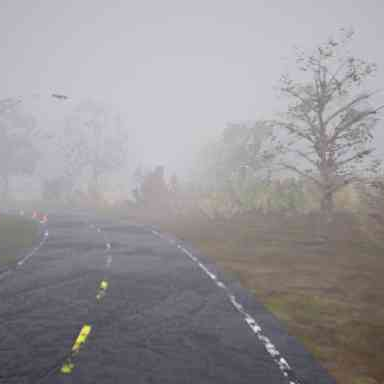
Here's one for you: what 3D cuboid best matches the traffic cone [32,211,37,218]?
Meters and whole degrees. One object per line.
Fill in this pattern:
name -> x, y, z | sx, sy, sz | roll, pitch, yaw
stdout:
traffic cone -> -13.802, 1.964, 29.215 | 0.340, 0.580, 0.340 | -1, 0, -36

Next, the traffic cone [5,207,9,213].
traffic cone -> -20.144, 1.947, 36.321 | 0.340, 0.580, 0.340 | 0, 1, 43
